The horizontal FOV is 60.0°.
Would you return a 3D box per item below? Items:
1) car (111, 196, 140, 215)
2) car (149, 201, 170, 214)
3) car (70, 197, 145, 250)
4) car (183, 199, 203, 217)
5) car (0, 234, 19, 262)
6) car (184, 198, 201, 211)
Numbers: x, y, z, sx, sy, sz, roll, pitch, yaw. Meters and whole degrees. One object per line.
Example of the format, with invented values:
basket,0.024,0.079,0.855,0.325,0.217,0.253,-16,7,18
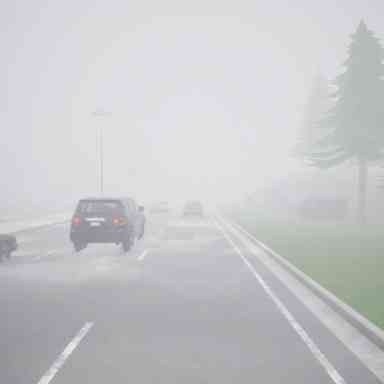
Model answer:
car,-6.904,1.352,34.887,2.097,1.767,4.553,0,0,0
car,-3.402,1.601,35.719,1.895,1.301,4.718,0,0,0
car,-3.400,1.221,14.366,2.150,2.045,5.566,0,0,0
car,0.089,1.547,30.697,2.033,1.411,5.357,0,0,0
car,-6.899,1.547,9.017,2.033,1.411,5.357,0,0,0
car,0.105,1.547,42.078,2.033,1.411,5.357,0,0,1
